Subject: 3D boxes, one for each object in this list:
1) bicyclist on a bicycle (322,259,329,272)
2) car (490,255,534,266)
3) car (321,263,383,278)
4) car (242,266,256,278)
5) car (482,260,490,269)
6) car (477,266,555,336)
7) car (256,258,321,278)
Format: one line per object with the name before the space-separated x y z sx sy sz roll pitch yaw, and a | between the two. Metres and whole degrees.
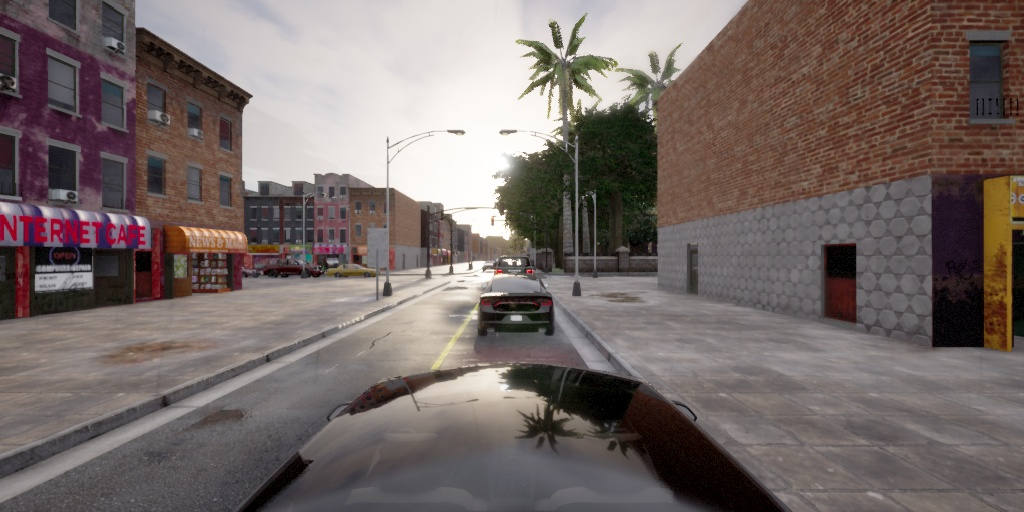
bicyclist on a bicycle | -20.147 1.124 38.633 0.582 1.620 1.656 0 0 0
car | 0.100 0.980 20.418 2.150 2.045 5.566 0 0 -1
car | -14.443 1.324 32.994 4.829 1.417 1.751 0 0 0
car | -25.516 1.409 32.980 4.207 1.307 1.802 0 0 0
car | -2.862 1.316 47.862 1.812 1.442 4.674 0 0 0
car | 0.098 1.230 10.449 1.882 1.535 5.008 0 0 0
car | -20.064 1.127 32.987 5.009 1.841 2.192 0 0 0
